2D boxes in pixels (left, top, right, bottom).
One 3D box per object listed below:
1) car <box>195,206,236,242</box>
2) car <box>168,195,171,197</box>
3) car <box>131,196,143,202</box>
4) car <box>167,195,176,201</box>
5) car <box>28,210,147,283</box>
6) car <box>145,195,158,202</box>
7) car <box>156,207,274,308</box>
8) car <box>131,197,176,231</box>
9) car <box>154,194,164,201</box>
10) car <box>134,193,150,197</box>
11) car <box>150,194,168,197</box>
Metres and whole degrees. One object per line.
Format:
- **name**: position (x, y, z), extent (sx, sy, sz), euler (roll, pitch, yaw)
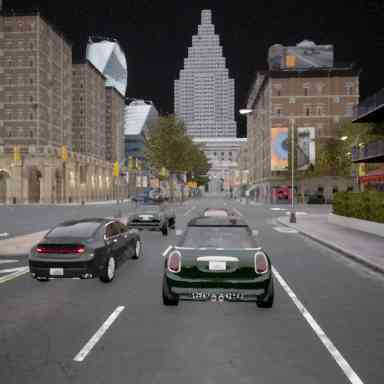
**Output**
- **car**: position (1.251, 1.526, 17.260), extent (1.812, 1.442, 4.674), euler (0, 0, 5)
- **car**: position (-6.110, 1.595, 77.961), extent (1.895, 1.301, 4.718), euler (0, 0, 4)
- **car**: position (-12.865, 1.595, 78.121), extent (1.895, 1.301, 4.718), euler (0, 0, 4)
- **car**: position (-5.413, 1.553, 87.837), extent (1.994, 1.385, 4.181), euler (0, 0, 4)
- **car**: position (-2.812, 1.505, 9.732), extent (1.837, 1.490, 4.892), euler (0, 0, 4)
- **car**: position (-9.539, 1.540, 79.093), extent (2.033, 1.411, 5.357), euler (0, 0, 4)
- **car**: position (0.606, 1.352, 8.131), extent (2.097, 1.767, 4.553), euler (0, 0, 4)
- **car**: position (-2.165, 1.351, 18.828), extent (2.097, 1.767, 4.553), euler (0, 0, 4)
- **car**: position (-8.835, 1.355, 89.060), extent (2.097, 1.767, 4.553), euler (0, 0, 4)
- **car**: position (-10.251, 1.225, 69.000), extent (2.150, 2.045, 5.566), euler (0, 0, 4)
- **car**: position (-6.795, 1.478, 68.290), extent (1.882, 1.535, 5.008), euler (0, 0, 4)
